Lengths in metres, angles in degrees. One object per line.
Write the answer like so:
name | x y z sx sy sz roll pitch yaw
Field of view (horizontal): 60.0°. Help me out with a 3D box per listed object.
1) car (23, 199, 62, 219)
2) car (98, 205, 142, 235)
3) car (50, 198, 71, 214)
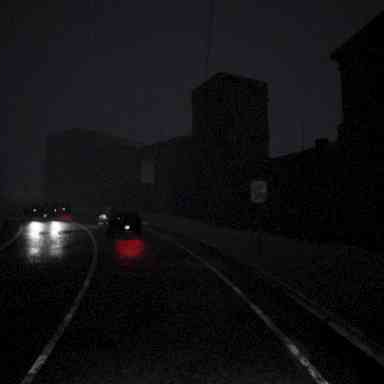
car | -12.314 1.449 26.893 1.895 1.301 4.718 3 -1 -35
car | -4.199 1.536 19.161 1.837 1.490 4.892 2 -1 -22
car | -14.244 1.405 34.618 1.837 1.490 4.892 4 -2 -42
